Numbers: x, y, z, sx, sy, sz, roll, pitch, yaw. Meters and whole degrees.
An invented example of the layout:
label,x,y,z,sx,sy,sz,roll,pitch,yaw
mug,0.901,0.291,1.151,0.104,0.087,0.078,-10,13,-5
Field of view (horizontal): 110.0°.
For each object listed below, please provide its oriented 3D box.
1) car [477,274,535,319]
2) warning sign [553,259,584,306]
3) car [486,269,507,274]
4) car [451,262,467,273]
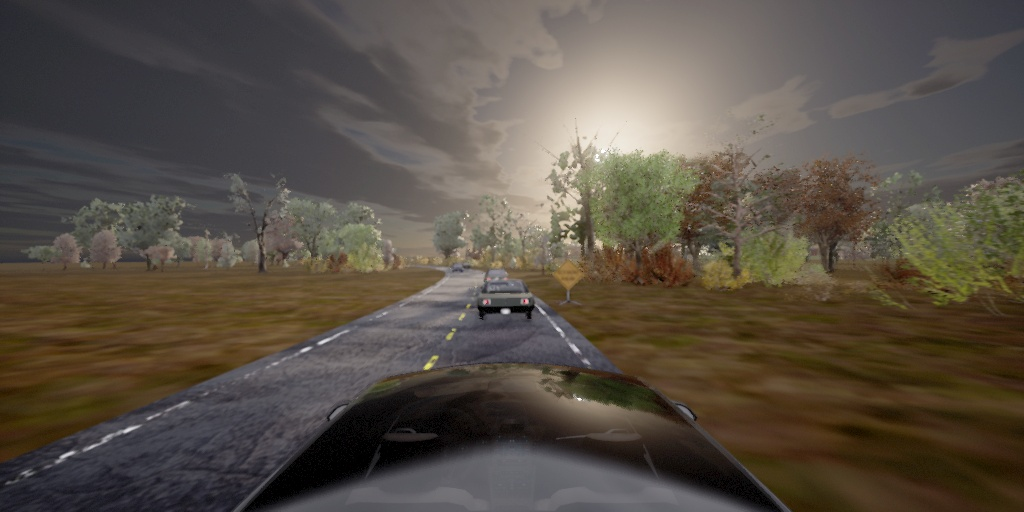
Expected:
label,x,y,z,sx,sy,sz,roll,pitch,yaw
car,-0.283,1.516,13.631,1.895,1.301,4.718,0,-1,-2
warning sign,2.312,1.041,14.718,1.300,1.860,1.060,0,0,-3
car,-1.193,1.650,27.108,2.033,1.411,5.357,0,-1,-5
car,-9.003,2.112,59.593,2.033,1.411,5.357,0,-1,-10
